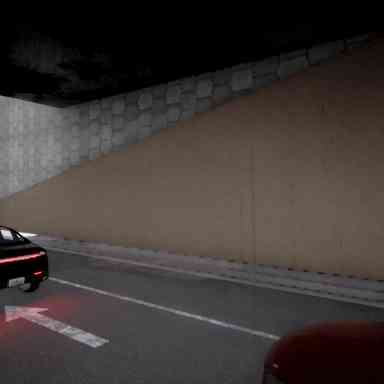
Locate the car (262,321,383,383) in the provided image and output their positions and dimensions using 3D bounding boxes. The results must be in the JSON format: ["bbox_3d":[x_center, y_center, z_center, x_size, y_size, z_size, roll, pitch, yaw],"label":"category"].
[{"bbox_3d":[2.702,1.526,1.957,4.674,1.442,1.812,0,0,36],"label":"car"}]

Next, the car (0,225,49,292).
[{"bbox_3d":[-5.305,1.492,7.728,4.902,1.511,2.128,0,0,35],"label":"car"}]
